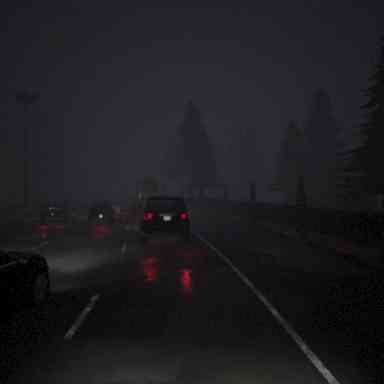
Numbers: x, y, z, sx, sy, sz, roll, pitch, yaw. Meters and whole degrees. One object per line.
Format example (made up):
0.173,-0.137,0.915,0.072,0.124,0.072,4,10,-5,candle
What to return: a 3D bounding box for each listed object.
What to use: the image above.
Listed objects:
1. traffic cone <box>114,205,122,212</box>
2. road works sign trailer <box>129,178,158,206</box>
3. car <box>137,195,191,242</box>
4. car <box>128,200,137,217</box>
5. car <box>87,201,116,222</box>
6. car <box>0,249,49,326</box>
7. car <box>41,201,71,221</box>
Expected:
-7.859,1.874,35.529,0.340,0.580,0.340,0,0,-19,traffic cone
-4.535,0.376,34.341,2.380,3.560,2.880,0,0,18,road works sign trailer
-1.460,1.178,16.348,2.150,2.045,5.566,0,0,-10,car
-4.706,1.429,30.492,1.882,1.535,5.008,1,-1,-15,car
-7.049,1.448,25.837,1.837,1.490,4.892,0,0,-15,car
-3.738,1.485,4.883,2.128,1.511,4.902,0,0,-3,car
-11.002,1.439,27.063,2.128,1.511,4.902,0,0,-15,car
